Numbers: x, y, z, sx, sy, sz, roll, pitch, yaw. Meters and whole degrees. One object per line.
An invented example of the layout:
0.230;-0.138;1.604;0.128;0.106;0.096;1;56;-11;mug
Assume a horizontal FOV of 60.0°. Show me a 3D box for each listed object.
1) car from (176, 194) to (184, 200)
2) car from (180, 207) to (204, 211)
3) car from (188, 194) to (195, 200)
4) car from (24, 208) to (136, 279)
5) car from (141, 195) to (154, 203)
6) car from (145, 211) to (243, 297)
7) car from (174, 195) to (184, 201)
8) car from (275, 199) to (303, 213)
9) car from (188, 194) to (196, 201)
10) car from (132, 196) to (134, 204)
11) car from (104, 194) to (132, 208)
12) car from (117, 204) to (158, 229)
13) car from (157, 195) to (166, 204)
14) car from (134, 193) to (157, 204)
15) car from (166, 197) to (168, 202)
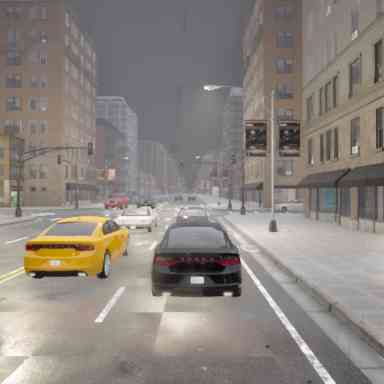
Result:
-3.272;1.391;91.210;2.033;1.411;5.357;0;0;0;car
-0.004;1.547;18.442;2.033;1.411;5.357;0;0;0;car
-0.022;1.329;91.211;1.882;1.535;5.008;0;0;0;car
-3.154;1.478;10.108;1.882;1.535;5.008;0;0;0;car
-9.768;1.513;72.839;2.128;1.511;4.902;0;0;0;car
0.098;1.478;8.623;1.882;1.535;5.008;0;0;0;car
-3.269;1.482;80.790;1.837;1.490;4.892;0;0;0;car
11.711;1.562;37.436;4.674;1.442;1.812;0;0;0;car
-0.019;1.460;80.791;1.882;1.535;5.008;0;0;0;car
-9.842;1.498;58.140;1.837;1.490;4.892;0;0;0;car
-9.864;1.227;43.651;2.150;2.045;5.566;0;0;0;car
-3.155;1.601;20.003;1.895;1.301;4.718;0;0;0;car
-6.573;1.517;62.683;1.812;1.442;4.674;0;0;1;car
-6.130;1.224;43.992;2.150;2.045;5.566;0;0;-8;car
-6.518;1.511;75.028;1.812;1.442;4.674;0;0;0;car
